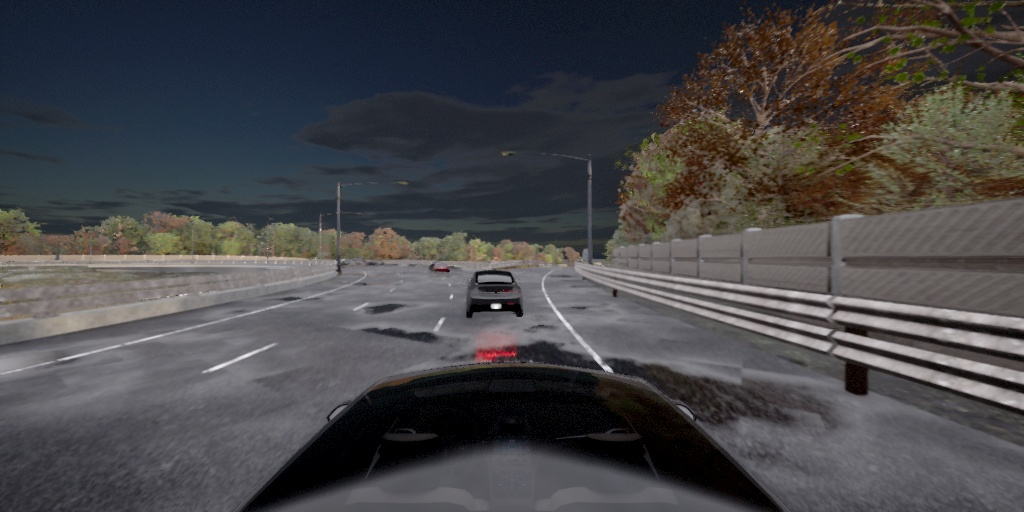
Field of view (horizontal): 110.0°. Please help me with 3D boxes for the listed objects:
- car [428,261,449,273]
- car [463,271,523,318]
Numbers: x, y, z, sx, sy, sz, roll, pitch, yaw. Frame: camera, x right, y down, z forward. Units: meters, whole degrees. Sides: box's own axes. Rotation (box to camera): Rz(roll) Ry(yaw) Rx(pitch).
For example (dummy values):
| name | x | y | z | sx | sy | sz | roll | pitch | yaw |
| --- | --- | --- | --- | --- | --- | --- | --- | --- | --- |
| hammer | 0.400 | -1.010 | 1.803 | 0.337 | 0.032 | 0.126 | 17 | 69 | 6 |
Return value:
| name | x | y | z | sx | sy | sz | roll | pitch | yaw |
| --- | --- | --- | --- | --- | --- | --- | --- | --- | --- |
| car | -9.508 | 1.389 | 46.340 | 1.994 | 1.385 | 4.181 | 0 | 0 | -24 |
| car | -0.736 | 1.265 | 13.175 | 1.837 | 1.490 | 4.892 | 0 | 0 | -6 |
